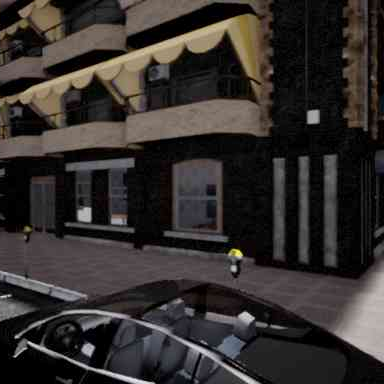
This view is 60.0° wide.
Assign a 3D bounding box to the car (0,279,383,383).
[{"bbox_3d":[-0.477,1.569,3.214,4.313,1.339,1.947,0,0,35],"label":"car"}]
